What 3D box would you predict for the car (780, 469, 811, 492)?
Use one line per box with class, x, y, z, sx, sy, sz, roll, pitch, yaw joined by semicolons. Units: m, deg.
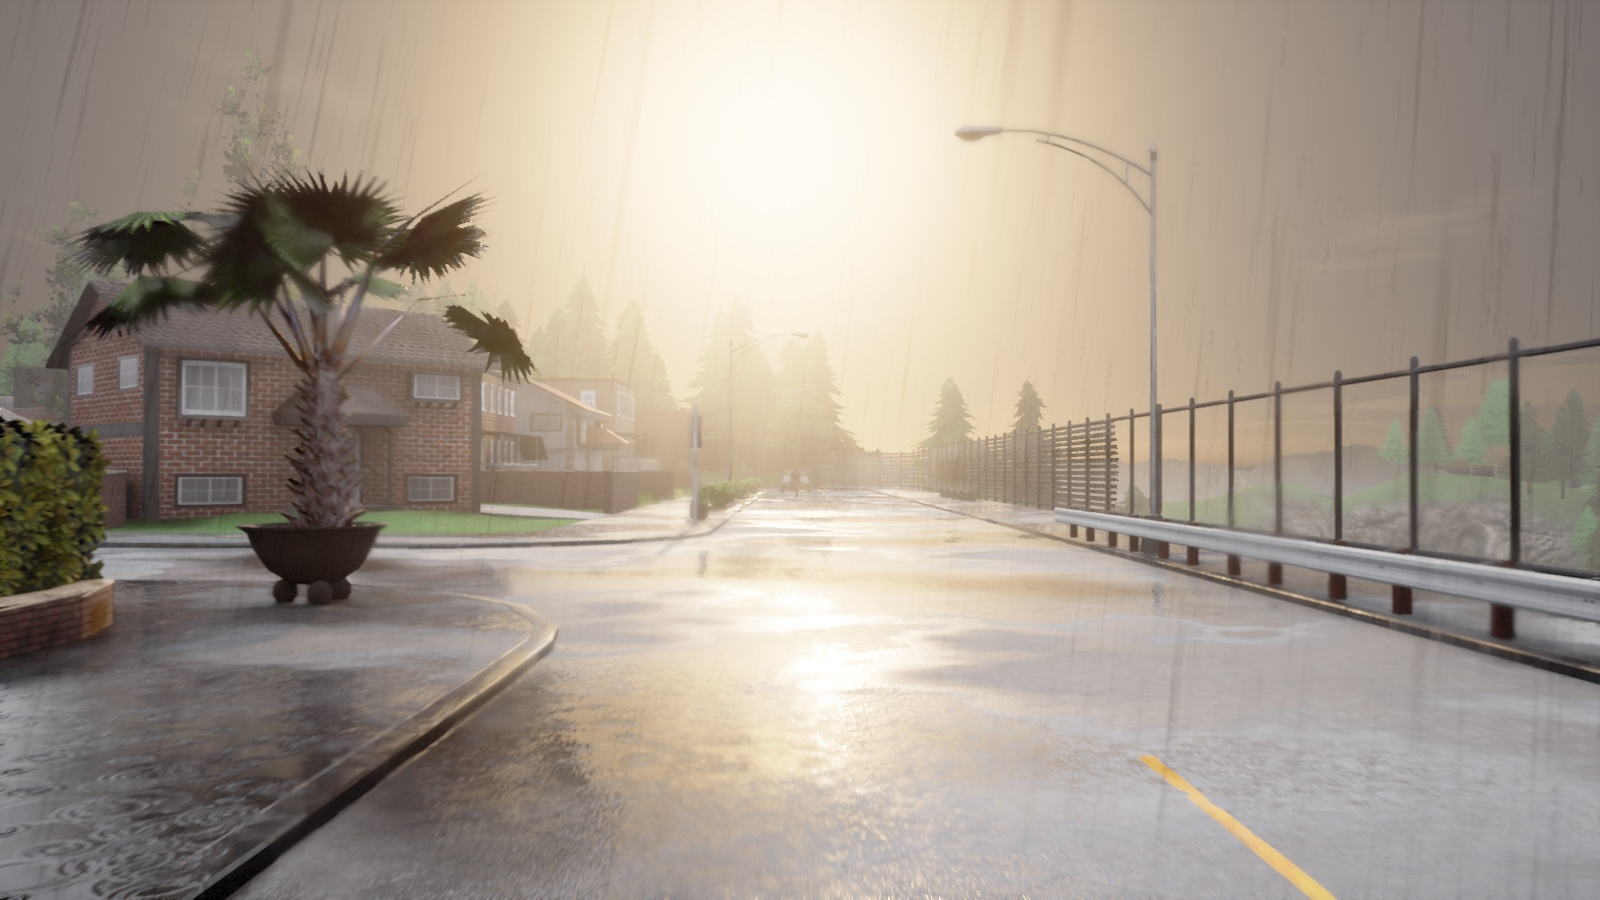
car;-0.299;2.227;93.618;2.242;1.667;4.611;0;-1;0
